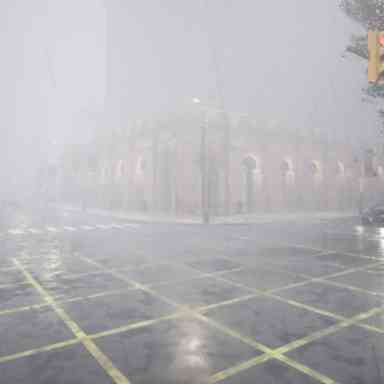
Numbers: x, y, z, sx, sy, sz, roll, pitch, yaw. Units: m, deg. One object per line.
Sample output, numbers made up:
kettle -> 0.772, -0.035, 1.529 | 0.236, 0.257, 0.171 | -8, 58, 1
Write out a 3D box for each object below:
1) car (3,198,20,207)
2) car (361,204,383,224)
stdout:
car -> -27.792, 1.619, 50.997 | 1.895, 1.301, 4.718 | 0, 0, -35
car -> 13.910, 1.557, 23.647 | 4.674, 1.442, 1.812 | 0, 0, -35
